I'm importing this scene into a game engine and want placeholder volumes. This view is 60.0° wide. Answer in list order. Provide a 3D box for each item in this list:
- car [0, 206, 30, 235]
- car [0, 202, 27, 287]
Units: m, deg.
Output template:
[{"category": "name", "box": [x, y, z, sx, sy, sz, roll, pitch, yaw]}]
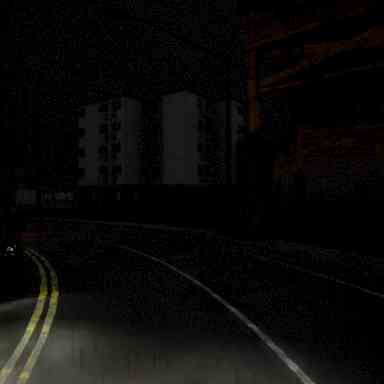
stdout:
[{"category": "car", "box": [-12.388, 1.703, 20.819, 5.008, 1.535, 1.882, -1, -1, 35]}, {"category": "car", "box": [-6.057, 1.324, 9.353, 2.150, 2.045, 5.566, 1, -1, -30]}]
